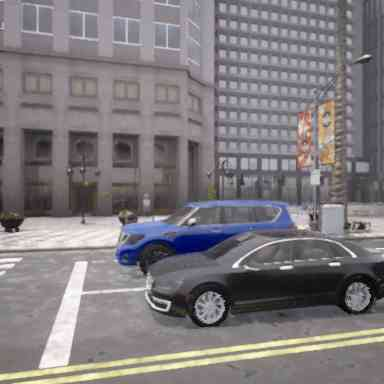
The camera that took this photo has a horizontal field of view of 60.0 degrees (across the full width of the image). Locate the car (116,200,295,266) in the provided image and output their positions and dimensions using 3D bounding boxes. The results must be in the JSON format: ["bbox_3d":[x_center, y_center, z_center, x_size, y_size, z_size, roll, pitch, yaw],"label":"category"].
[{"bbox_3d":[0.522,1.285,10.206,5.566,2.045,2.150,0,0,-15],"label":"car"}]

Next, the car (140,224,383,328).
[{"bbox_3d":[1.533,1.553,6.753,4.892,1.490,1.837,0,0,-13],"label":"car"}]
